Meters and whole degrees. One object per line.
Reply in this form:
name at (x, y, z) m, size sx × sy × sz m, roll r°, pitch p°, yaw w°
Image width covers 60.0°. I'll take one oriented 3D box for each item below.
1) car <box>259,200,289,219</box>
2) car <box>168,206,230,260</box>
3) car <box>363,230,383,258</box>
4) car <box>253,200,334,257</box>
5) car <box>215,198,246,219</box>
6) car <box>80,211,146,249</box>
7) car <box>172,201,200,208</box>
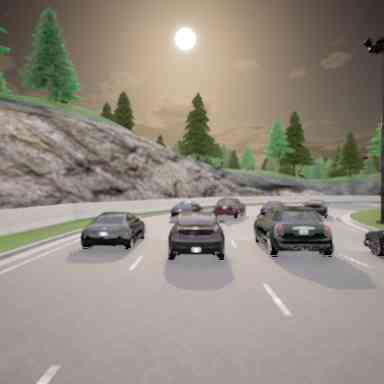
car at (7.404, 1.486, 29.662) m, size 1.994 × 1.385 × 4.181 m, roll 0°, pitch 0°, yaw 23°
car at (0.192, 1.472, 12.370) m, size 1.837 × 1.490 × 4.892 m, roll 0°, pitch 0°, yaw 1°
car at (7.118, 1.522, 9.643) m, size 2.033 × 1.411 × 5.357 m, roll 0°, pitch 0°, yaw 1°
car at (3.726, 1.318, 12.999) m, size 2.097 × 1.767 × 4.553 m, roll 0°, pitch 0°, yaw 2°
car at (3.375, 1.276, 28.919) m, size 2.097 × 1.767 × 4.553 m, roll 0°, pitch 0°, yaw 20°
car at (-3.241, 1.526, 14.383) m, size 1.994 × 1.385 × 4.181 m, roll 0°, pitch 0°, yaw 2°
car at (-0.326, 1.486, 29.738) m, size 1.994 × 1.385 × 4.181 m, roll 0°, pitch 0°, yaw 19°
